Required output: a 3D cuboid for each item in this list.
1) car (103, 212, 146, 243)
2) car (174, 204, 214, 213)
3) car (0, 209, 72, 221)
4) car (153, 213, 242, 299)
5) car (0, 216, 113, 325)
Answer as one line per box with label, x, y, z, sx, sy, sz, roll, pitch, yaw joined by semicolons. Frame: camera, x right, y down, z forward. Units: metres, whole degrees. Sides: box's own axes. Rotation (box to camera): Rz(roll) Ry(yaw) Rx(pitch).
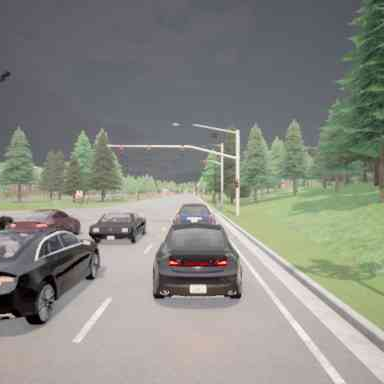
car;-3.386;1.628;16.123;1.895;1.301;4.718;0;0;0
car;0.114;1.382;17.568;2.097;1.767;4.553;0;0;0
car;-6.887;1.553;15.967;1.812;1.442;4.674;0;0;0
car;0.107;1.519;8.474;1.837;1.490;4.892;0;0;0
car;-3.394;1.504;7.096;2.128;1.511;4.902;0;0;0
